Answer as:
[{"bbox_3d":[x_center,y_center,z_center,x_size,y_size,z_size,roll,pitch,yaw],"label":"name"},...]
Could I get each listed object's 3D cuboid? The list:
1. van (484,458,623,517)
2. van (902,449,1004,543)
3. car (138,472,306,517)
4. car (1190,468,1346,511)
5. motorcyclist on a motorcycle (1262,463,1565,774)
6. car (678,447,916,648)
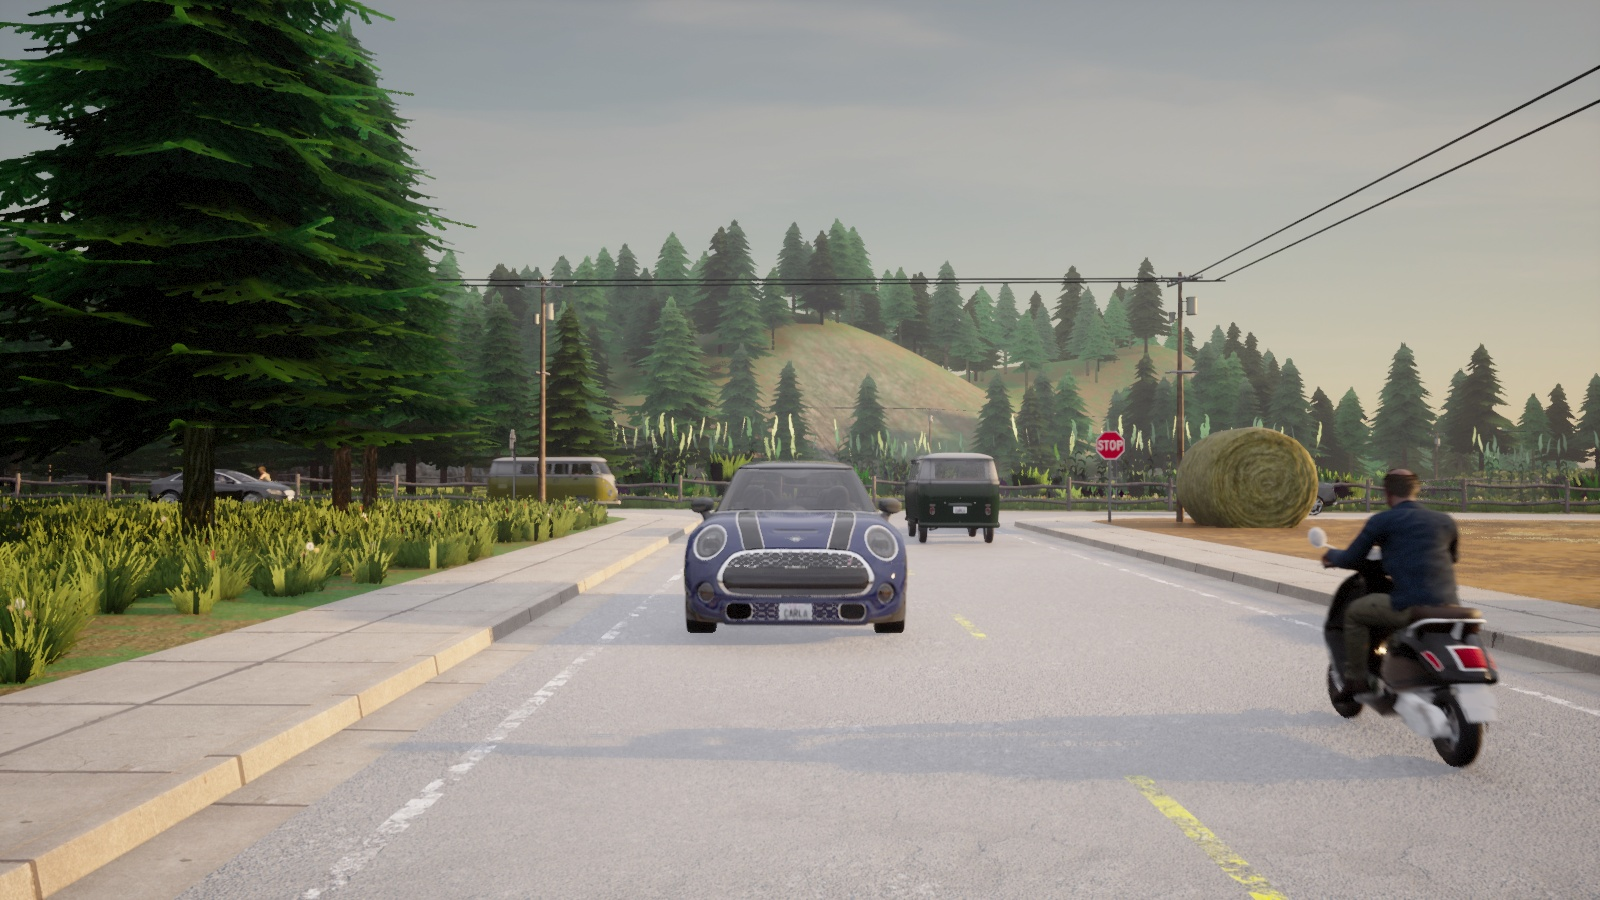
[{"bbox_3d":[-8.496,1.297,43.524,4.442,1.987,1.775,0,-1,3],"label":"van"},{"bbox_3d":[3.424,1.035,28.897,1.775,1.987,4.442,0,-1,0],"label":"van"},{"bbox_3d":[-20.189,1.555,44.021,4.902,1.511,2.128,0,-1,2],"label":"car"},{"bbox_3d":[17.010,1.436,45.842,4.902,1.511,2.128,0,-1,3],"label":"car"},{"bbox_3d":[3.480,0.877,7.352,0.866,1.590,1.817,0,-1,0],"label":"motorcyclist on a motorcycle"},{"bbox_3d":[-0.036,0.897,13.363,2.097,1.767,4.553,0,-1,0],"label":"car"}]
